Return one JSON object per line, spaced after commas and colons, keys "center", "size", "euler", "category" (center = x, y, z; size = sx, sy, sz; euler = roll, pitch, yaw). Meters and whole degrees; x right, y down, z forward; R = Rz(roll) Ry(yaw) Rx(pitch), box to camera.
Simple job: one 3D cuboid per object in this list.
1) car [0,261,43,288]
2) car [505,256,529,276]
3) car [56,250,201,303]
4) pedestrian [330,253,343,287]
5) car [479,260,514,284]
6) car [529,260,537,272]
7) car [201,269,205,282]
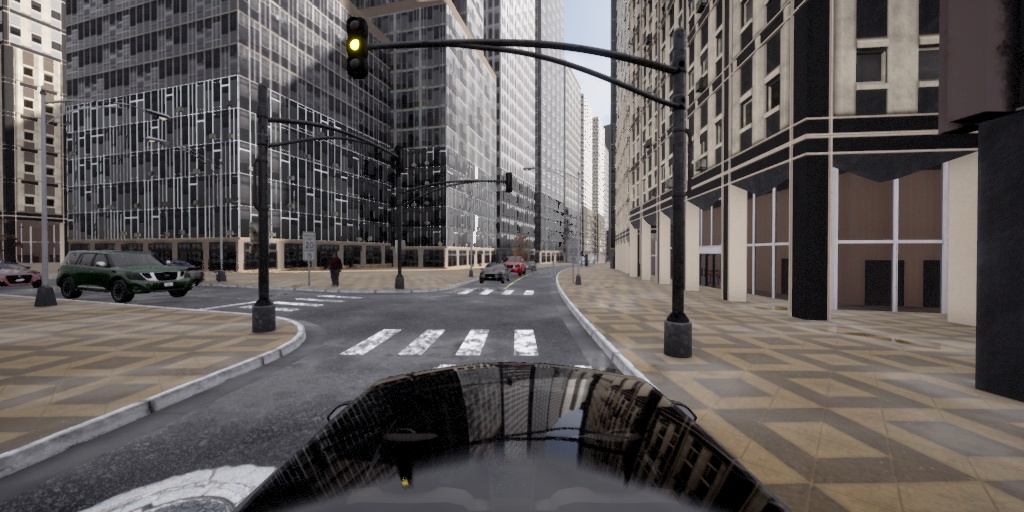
{"center": [-26.004, 0.978, 18.091], "size": [4.181, 1.385, 1.994], "euler": [1, 1, 16], "category": "car"}
{"center": [0.186, 1.043, 38.341], "size": [2.150, 2.045, 5.566], "euler": [0, 0, 9], "category": "car"}
{"center": [-16.621, 0.770, 15.382], "size": [5.566, 2.045, 2.150], "euler": [1, 1, 17], "category": "car"}
{"center": [-9.585, 0.716, 19.448], "size": [0.375, 1.860, 0.375], "euler": [0, 0, 16], "category": "pedestrian"}
{"center": [-1.255, 1.288, 27.814], "size": [1.837, 1.490, 4.892], "euler": [0, 0, 7], "category": "car"}
{"center": [2.227, 1.368, 49.357], "size": [2.128, 1.511, 4.902], "euler": [0, 0, 12], "category": "car"}
{"center": [-18.883, 0.970, 19.126], "size": [4.902, 1.511, 2.128], "euler": [1, 1, 16], "category": "car"}
